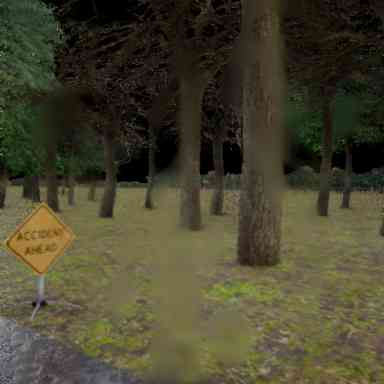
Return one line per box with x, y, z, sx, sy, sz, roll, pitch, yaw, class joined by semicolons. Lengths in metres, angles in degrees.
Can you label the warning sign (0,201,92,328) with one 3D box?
-2.646;1.114;5.831;1.060;1.860;1.300;1;0;36;warning sign
